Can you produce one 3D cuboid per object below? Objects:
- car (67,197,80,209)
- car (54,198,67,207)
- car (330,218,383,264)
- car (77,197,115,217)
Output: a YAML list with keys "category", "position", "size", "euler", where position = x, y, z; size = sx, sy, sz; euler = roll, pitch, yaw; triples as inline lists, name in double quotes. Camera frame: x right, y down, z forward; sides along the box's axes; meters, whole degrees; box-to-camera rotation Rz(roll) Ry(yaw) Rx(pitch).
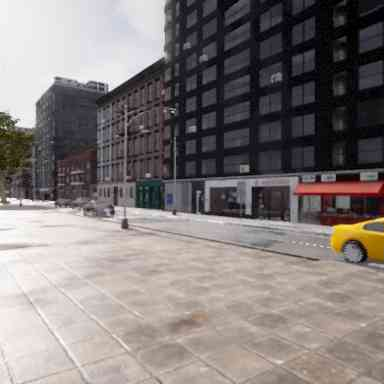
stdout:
- category: "car"
  position: [-14.851, 1.481, 45.167]
  size: [2.097, 1.767, 4.553]
  euler: [1, -1, -35]
- category: "car"
  position: [-20.604, 1.691, 53.198]
  size: [2.033, 1.411, 5.357]
  euler: [1, -1, -35]
- category: "car"
  position: [6.705, 1.512, 9.909]
  size: [1.882, 1.535, 5.008]
  euler: [1, 0, -36]
- category: "car"
  position: [-8.934, 1.568, 31.819]
  size: [2.128, 1.511, 4.902]
  euler: [1, -1, -35]
